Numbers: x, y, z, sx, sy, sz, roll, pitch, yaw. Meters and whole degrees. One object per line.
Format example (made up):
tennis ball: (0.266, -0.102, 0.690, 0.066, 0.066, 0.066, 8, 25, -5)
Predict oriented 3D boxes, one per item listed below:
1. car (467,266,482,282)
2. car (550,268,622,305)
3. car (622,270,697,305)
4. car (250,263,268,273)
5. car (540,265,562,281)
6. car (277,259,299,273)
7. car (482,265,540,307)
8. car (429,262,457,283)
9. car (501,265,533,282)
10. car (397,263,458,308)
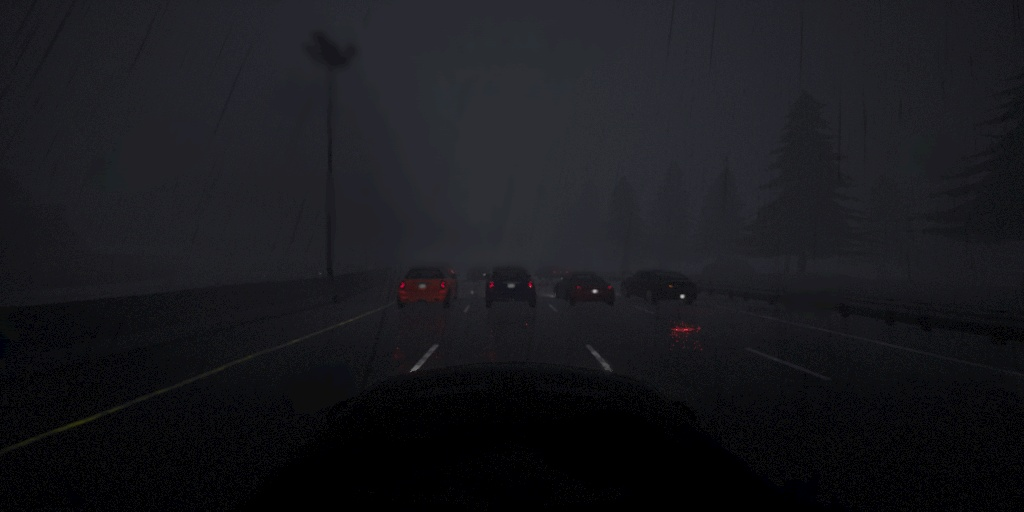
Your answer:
car: (-2.945, 1.615, 33.164, 1.994, 1.385, 4.181, 0, -1, -16)
car: (3.300, 1.460, 16.901, 1.994, 1.385, 4.181, 0, 0, -4)
car: (6.798, 1.405, 17.075, 1.837, 1.490, 4.892, 0, 0, -4)
car: (-37.539, 1.735, 53.222, 2.128, 1.511, 4.902, 1, -1, -42)
car: (3.909, 1.613, 34.679, 2.033, 1.411, 5.357, 0, -1, -15)
car: (-34.460, 1.486, 55.081, 2.150, 2.045, 5.566, 1, -1, -41)
car: (-0.171, 1.241, 16.445, 2.097, 1.767, 4.553, 0, -1, -4)
car: (-6.264, 1.391, 32.056, 2.097, 1.767, 4.553, 0, -1, -15)
car: (0.413, 1.586, 34.146, 1.812, 1.442, 4.674, 0, 0, -16)
car: (-3.664, 1.239, 16.238, 2.097, 1.767, 4.553, 0, -1, -4)
